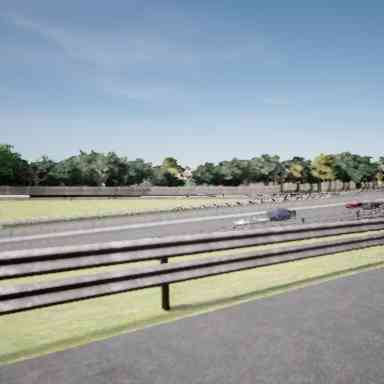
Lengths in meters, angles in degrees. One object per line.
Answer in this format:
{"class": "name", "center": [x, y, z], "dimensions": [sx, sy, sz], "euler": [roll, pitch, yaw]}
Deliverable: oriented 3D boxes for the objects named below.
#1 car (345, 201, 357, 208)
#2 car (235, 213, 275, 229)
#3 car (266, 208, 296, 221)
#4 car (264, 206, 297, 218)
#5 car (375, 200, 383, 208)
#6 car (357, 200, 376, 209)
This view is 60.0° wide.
{"class": "car", "center": [31.525, 2.321, 63.551], "dimensions": [4.718, 1.301, 1.895], "euler": [-4, 2, -27]}
{"class": "car", "center": [8.090, 3.959, 43.685], "dimensions": [4.718, 1.301, 1.895], "euler": [-4, 2, -27]}
{"class": "car", "center": [13.557, 3.506, 50.417], "dimensions": [4.181, 1.385, 1.994], "euler": [-4, 2, -27]}
{"class": "car", "center": [14.622, 3.303, 54.894], "dimensions": [5.357, 1.411, 2.033], "euler": [-4, 2, -27]}
{"class": "car", "center": [34.692, 2.318, 57.307], "dimensions": [5.357, 1.411, 2.033], "euler": [-4, 2, -27]}
{"class": "car", "center": [33.103, 2.239, 60.426], "dimensions": [4.902, 1.511, 2.128], "euler": [-4, 2, -27]}
